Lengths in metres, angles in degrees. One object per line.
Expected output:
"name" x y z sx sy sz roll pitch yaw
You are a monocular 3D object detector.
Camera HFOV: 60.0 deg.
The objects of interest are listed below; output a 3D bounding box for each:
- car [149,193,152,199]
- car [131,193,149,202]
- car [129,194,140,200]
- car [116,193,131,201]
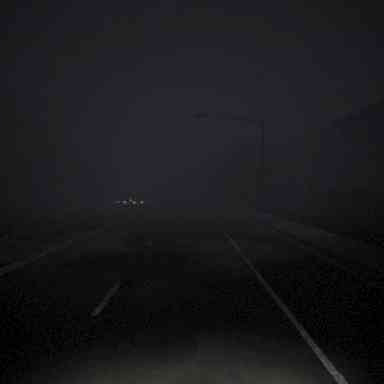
"car" -10.556 1.042 81.770 1.882 1.535 5.008 0 0 0
"car" -10.548 1.119 67.542 1.882 1.535 5.008 0 1 0
"car" -14.056 1.158 81.938 1.895 1.301 4.718 0 0 0
"car" -14.047 0.996 67.496 2.097 1.767 4.553 0 0 0
